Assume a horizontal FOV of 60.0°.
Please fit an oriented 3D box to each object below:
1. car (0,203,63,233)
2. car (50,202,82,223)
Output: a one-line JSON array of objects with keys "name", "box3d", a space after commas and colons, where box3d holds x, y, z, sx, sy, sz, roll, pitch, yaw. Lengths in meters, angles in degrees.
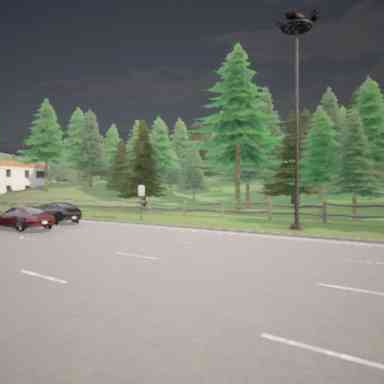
[{"name": "car", "box3d": [-10.002, 1.511, 19.701, 4.674, 1.442, 1.812, 0, 0, 35]}, {"name": "car", "box3d": [-9.970, 1.488, 23.994, 4.892, 1.490, 1.837, 0, 0, 35]}]
